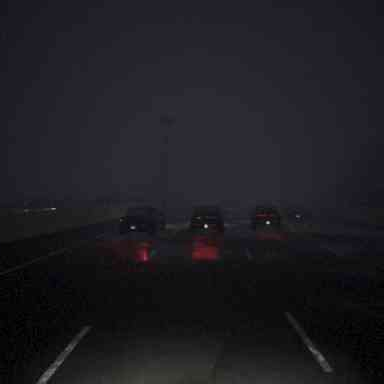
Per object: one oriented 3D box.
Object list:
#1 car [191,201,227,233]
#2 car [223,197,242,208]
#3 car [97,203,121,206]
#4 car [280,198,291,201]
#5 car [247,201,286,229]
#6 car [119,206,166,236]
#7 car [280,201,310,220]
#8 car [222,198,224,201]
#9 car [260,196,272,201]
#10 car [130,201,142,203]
[{"bbox_3d":[1.014,1.544,19.994,1.837,1.490,4.892,0,0,6],"label":"car"},{"bbox_3d":[6.530,1.746,50.976,1.895,1.301,4.718,1,0,16],"label":"car"},{"bbox_3d":[-12.098,1.137,47.809,2.150,2.045,5.566,1,0,14],"label":"car"},{"bbox_3d":[17.568,1.772,62.539,1.882,1.535,5.008,1,0,17],"label":"car"},{"bbox_3d":[4.866,1.594,22.434,1.837,1.490,4.892,0,0,7],"label":"car"},{"bbox_3d":[-2.614,1.518,18.277,1.812,1.442,4.674,0,0,5],"label":"car"},{"bbox_3d":[9.286,1.753,30.131,1.895,1.301,4.718,1,0,10],"label":"car"},{"bbox_3d":[7.011,1.673,63.905,1.837,1.490,4.892,0,0,17],"label":"car"},{"bbox_3d":[14.039,1.604,62.893,2.097,1.767,4.553,1,0,17],"label":"car"},{"bbox_3d":[-8.219,1.511,49.008,2.033,1.411,5.357,1,0,14],"label":"car"}]
